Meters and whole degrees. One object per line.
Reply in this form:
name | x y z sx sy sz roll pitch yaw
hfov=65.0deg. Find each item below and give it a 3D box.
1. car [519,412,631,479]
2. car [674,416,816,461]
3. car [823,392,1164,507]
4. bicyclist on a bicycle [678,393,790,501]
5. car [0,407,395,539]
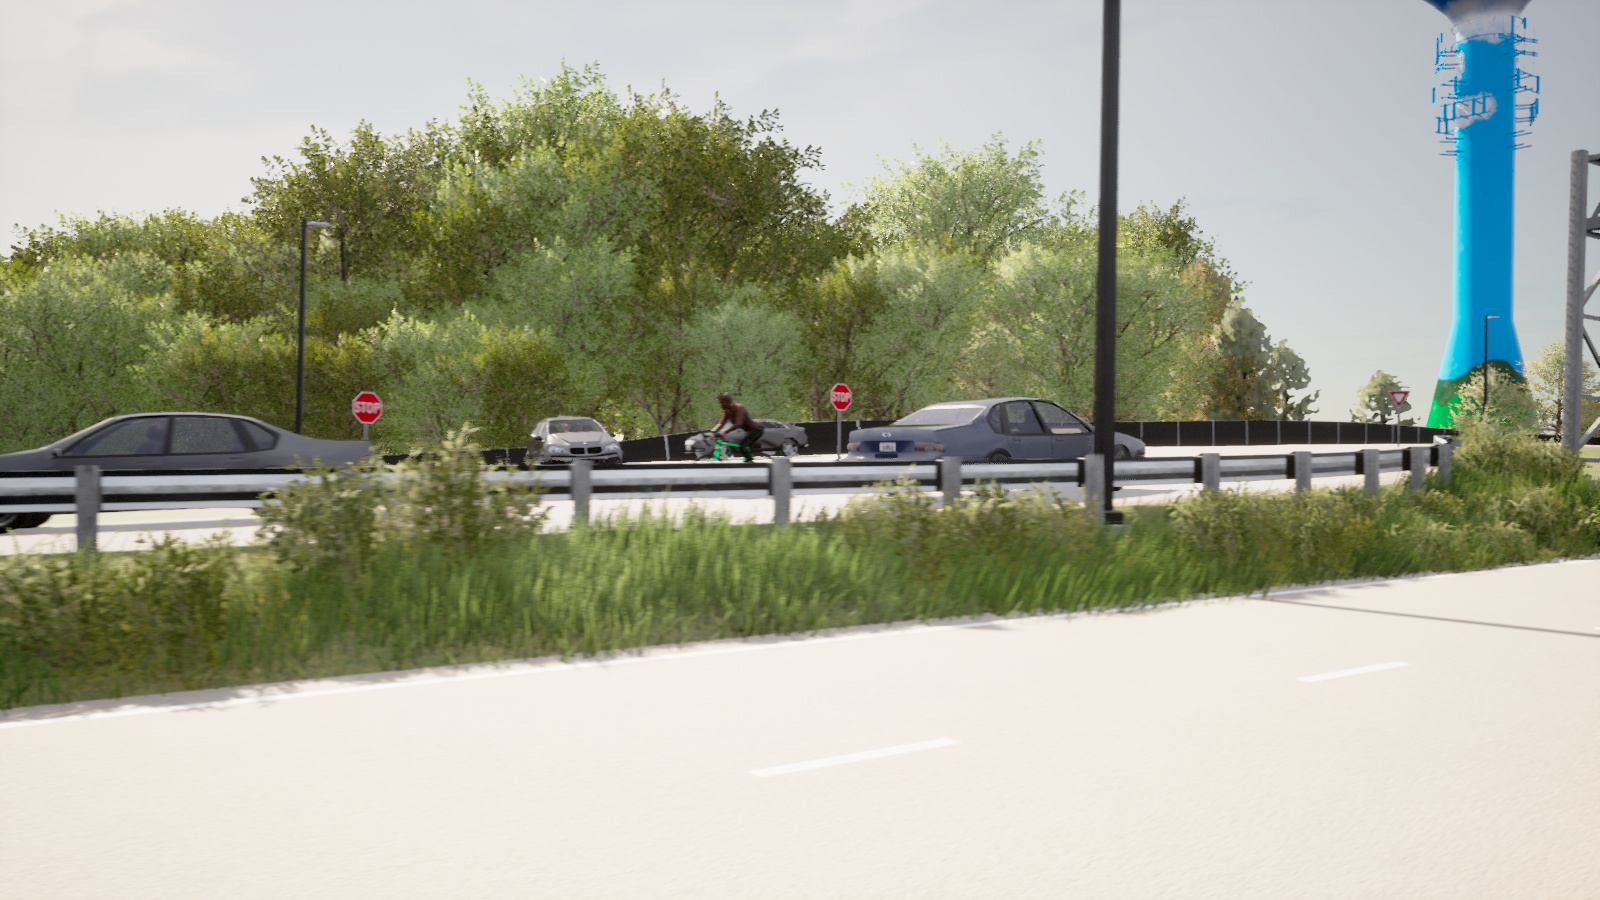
car | -6.427 -0.155 35.453 2.242 1.667 4.611 -3 1 -20
car | -2.064 -0.442 47.718 4.902 1.511 2.128 -2 1 -31
car | 2.933 -0.061 18.001 5.357 1.411 2.033 -2 1 -45
bicyclist on a bicycle | -1.014 -0.067 19.492 1.656 1.620 0.582 -2 1 -37
car | -7.979 0.272 15.758 5.357 1.411 2.033 -2 0 -21
